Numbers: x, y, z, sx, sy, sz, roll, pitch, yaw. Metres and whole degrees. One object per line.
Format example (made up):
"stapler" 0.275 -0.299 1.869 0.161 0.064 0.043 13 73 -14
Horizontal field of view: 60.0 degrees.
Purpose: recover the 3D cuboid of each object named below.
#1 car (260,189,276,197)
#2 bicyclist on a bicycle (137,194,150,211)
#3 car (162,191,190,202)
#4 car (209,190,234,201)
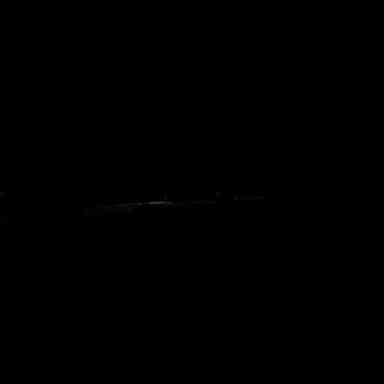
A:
"car" 14.756 0.168 64.645 1.837 1.490 4.892 1 2 36
"bicyclist on a bicycle" -4.491 0.995 30.825 1.656 1.620 0.582 0 1 35
"car" -2.187 0.557 47.166 2.128 1.511 4.902 1 2 35
"car" 4.504 0.477 50.208 1.882 1.535 5.008 1 2 35
